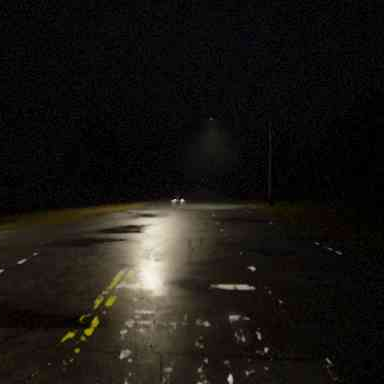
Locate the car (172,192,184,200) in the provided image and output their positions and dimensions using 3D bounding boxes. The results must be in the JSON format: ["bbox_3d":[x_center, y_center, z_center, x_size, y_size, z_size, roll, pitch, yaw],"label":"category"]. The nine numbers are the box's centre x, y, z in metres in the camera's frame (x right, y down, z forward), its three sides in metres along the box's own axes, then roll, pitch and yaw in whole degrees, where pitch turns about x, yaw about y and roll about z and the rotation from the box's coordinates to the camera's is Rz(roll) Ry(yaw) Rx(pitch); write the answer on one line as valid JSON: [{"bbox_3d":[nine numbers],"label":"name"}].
[{"bbox_3d":[-2.521,0.692,60.533,1.812,1.442,4.674,0,1,2],"label":"car"}]
